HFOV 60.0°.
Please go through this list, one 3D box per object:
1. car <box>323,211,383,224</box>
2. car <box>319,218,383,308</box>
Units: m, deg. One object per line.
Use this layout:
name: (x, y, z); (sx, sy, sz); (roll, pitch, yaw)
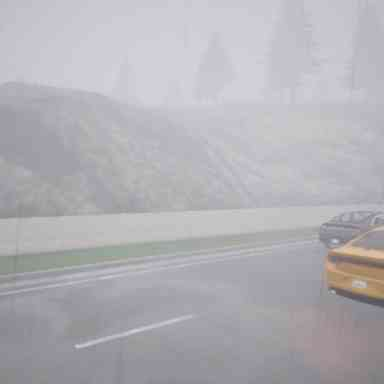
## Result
car: (6.950, 1.480, 12.836); (4.902, 1.511, 2.128); (0, 0, -34)
car: (4.999, 1.470, 7.298); (5.008, 1.535, 1.882); (0, 0, -35)
